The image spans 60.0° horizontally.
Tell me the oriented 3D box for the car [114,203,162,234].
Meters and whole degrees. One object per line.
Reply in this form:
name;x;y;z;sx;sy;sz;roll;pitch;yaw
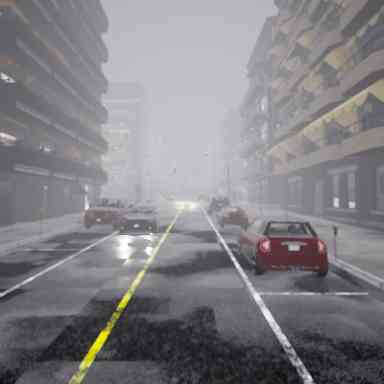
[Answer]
car;-2.844;1.523;18.929;1.994;1.385;4.181;0;0;0

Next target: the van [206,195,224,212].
van;2.563;1.282;37.896;1.690;1.788;3.998;1;0;0

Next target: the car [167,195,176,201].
car;-5.273;1.503;87.126;1.947;1.339;4.313;1;0;0

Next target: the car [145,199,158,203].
car;-5.287;1.522;43.485;1.802;1.307;4.206;1;0;0

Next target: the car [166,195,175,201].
car;-5.275;1.502;81.565;1.947;1.339;4.313;1;0;0

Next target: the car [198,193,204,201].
car;2.610;1.252;81.608;2.192;1.841;5.009;1;0;0

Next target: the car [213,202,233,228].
car;2.553;1.537;21.302;1.802;1.307;4.206;1;0;0

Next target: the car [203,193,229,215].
car;2.562;1.259;32.364;2.192;1.841;5.009;1;0;0

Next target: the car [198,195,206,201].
car;2.607;1.463;87.337;1.752;1.417;4.829;1;0;0

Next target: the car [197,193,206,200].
car;2.612;1.256;92.733;2.192;1.841;5.009;1;0;0

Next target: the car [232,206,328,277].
car;2.553;1.415;10.239;1.967;1.590;4.097;1;0;0

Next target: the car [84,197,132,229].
car;-5.287;1.270;21.359;2.192;1.841;5.009;1;0;0

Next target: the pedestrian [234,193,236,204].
pedestrian;7.027;1.040;54.633;0.375;1.860;0.375;1;-1;0

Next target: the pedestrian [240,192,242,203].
pedestrian;8.027;0.961;55.234;0.375;1.860;0.375;1;-1;0
